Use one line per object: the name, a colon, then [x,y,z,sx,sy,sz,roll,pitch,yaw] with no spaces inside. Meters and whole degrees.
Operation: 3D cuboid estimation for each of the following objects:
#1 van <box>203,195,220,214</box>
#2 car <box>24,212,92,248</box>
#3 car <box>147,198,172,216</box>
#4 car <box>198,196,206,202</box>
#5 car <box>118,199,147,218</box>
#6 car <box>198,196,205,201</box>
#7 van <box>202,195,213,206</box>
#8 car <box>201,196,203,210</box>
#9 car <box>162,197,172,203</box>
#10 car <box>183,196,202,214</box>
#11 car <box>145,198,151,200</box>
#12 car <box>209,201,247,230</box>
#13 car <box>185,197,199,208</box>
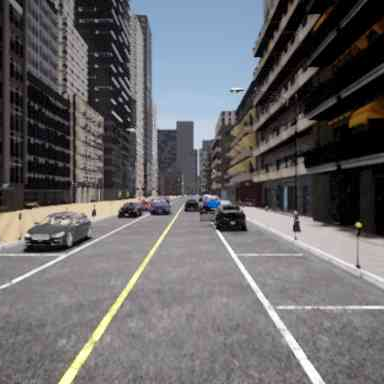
van: [2.682,1.432,42.276,1.690,1.788,3.998,0,0,0]
car: [-5.695,1.579,14.661,2.008,1.369,4.403,0,0,0]
car: [-3.097,1.634,33.891,1.994,1.385,4.181,0,0,0]
car: [2.679,1.794,86.458,1.947,1.339,4.313,0,0,0]
car: [-5.697,1.630,31.229,1.947,1.339,4.313,0,0,0]
car: [2.678,1.774,92.150,1.752,1.417,4.829,0,0,0]
van: [2.681,1.480,58.844,1.690,1.788,3.998,0,0,0]
car: [2.682,1.667,53.321,1.887,1.381,4.507,0,0,0]
car: [-5.701,1.756,75.412,1.947,1.339,4.313,0,0,0]
car: [0.016,1.592,41.267,1.837,1.490,4.892,0,0,0]
car: [-5.698,1.532,42.276,1.967,1.590,4.097,0,0,0]
car: [2.352,1.547,21.560,1.837,1.490,4.892,0,0,0]
car: [-0.004,1.613,52.906,2.128,1.511,4.902,0,0,0]
